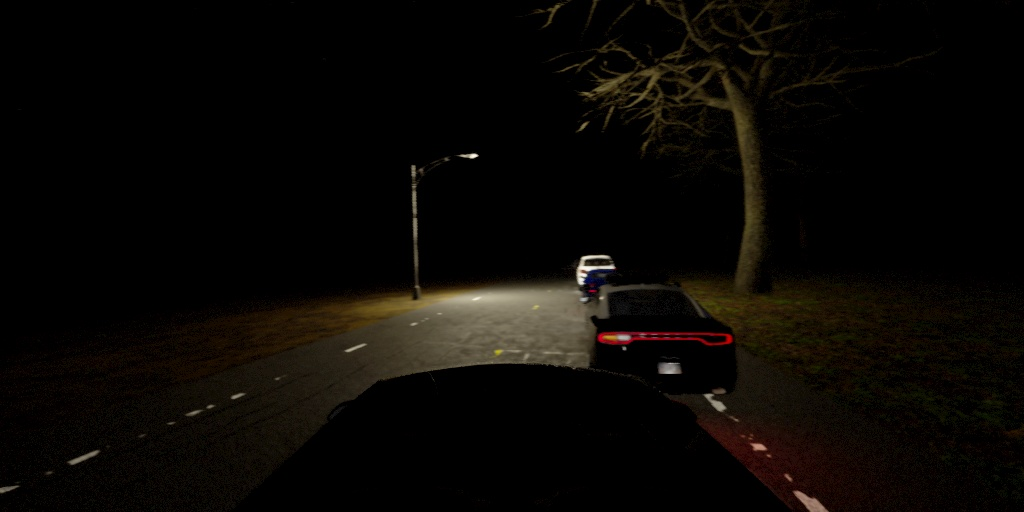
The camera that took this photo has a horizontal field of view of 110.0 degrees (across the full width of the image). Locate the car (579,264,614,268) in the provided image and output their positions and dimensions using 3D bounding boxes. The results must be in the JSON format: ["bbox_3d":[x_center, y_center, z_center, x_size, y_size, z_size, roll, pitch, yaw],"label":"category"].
[{"bbox_3d":[4.156,1.299,16.575,1.812,1.442,4.674,-2,0,10],"label":"car"}]

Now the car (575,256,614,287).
[{"bbox_3d":[5.242,1.014,22.509,2.150,2.045,5.566,-2,0,10],"label":"car"}]

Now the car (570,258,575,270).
[{"bbox_3d":[9.537,1.248,51.179,1.812,1.442,4.674,-2,0,11],"label":"car"}]

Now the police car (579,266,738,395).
[{"bbox_3d":[2.355,1.158,6.851,1.930,1.638,5.238,-2,-1,10],"label":"police car"}]
